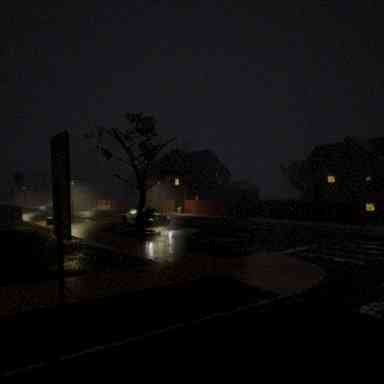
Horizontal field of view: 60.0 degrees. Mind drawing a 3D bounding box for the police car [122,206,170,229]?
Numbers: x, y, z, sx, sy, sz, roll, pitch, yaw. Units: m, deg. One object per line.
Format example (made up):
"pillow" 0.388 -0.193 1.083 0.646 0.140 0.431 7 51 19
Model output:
"police car" -3.450 1.872 25.015 2.038 1.542 4.974 -2 0 -36
